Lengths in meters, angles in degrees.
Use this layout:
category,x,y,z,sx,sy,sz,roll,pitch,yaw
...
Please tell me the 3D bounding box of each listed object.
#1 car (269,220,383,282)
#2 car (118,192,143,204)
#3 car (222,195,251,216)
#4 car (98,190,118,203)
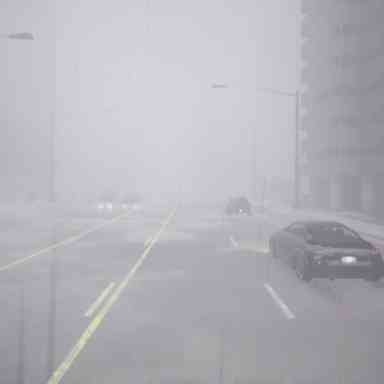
category,x,y,z,sx,sy,sz,roll,pitch,yaw
car,3.600,1.500,9.627,1.994,1.385,4.181,0,1,0
car,-7.092,0.649,40.229,2.033,1.411,5.357,0,2,0
car,3.602,1.035,27.001,1.837,1.490,4.892,0,2,0
car,-10.585,0.514,42.664,2.128,1.511,4.902,0,2,0
